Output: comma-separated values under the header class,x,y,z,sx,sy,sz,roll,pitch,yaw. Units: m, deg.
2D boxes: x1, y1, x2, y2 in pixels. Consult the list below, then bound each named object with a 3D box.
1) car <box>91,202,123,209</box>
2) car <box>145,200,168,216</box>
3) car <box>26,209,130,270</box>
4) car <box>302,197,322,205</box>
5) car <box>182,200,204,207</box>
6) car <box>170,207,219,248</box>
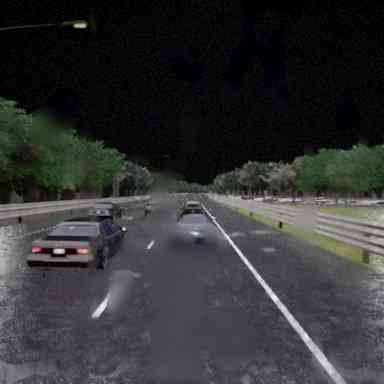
class,x,y,z,sx,sy,sz,roll,pitch,yaw
car,-6.887,1.548,27.048,2.033,1.411,5.357,1,0,0
car,-3.392,1.505,32.110,2.128,1.511,4.902,0,0,0
car,-3.388,1.536,10.981,2.033,1.411,5.357,1,0,0
car,23.579,1.728,65.123,1.882,1.535,5.008,0,0,-21
car,0.106,1.518,32.245,1.837,1.490,4.892,0,0,0
car,0.104,1.565,14.815,1.994,1.385,4.181,0,0,0
